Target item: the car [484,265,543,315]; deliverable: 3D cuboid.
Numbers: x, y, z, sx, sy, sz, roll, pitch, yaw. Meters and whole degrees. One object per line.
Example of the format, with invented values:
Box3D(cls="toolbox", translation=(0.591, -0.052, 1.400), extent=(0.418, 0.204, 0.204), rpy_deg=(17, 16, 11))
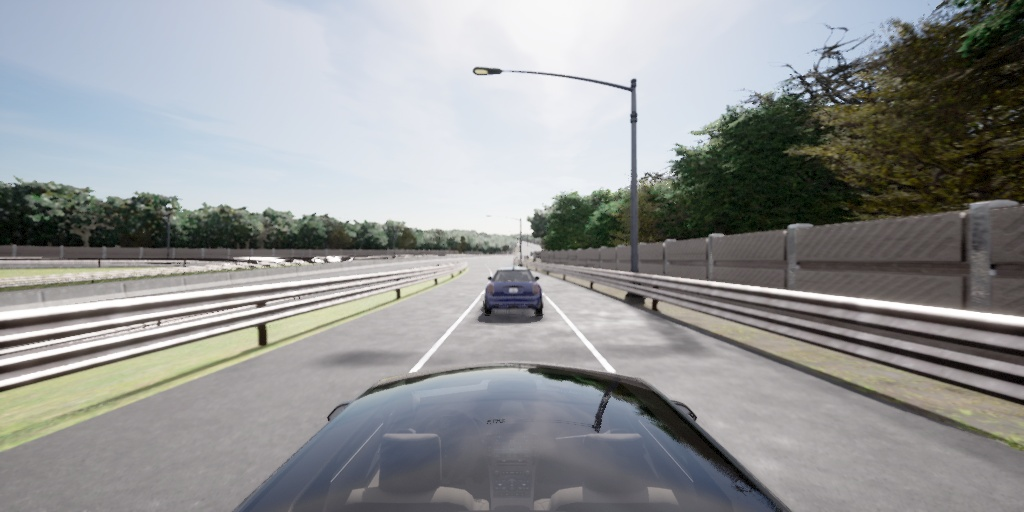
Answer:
Box3D(cls="car", translation=(0.061, 1.217, 14.424), extent=(2.097, 1.767, 4.553), rpy_deg=(0, -1, 0))
